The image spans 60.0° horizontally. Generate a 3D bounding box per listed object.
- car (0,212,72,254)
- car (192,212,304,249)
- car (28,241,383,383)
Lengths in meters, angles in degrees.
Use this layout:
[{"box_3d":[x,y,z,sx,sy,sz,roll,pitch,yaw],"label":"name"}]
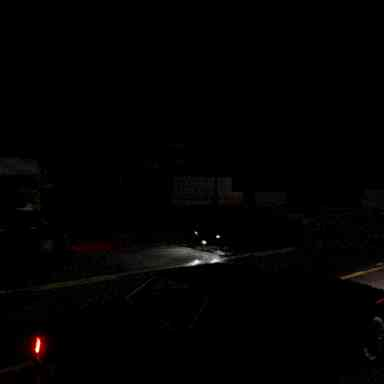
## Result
[{"box_3d":[-6.910,1.513,11.964,4.892,1.490,1.837,0,0,-36],"label":"car"},{"box_3d":[2.627,1.588,14.544,5.357,1.411,2.033,0,0,-36],"label":"car"},{"box_3d":[0.659,1.612,4.238,4.718,1.301,1.895,0,0,-36],"label":"car"}]
